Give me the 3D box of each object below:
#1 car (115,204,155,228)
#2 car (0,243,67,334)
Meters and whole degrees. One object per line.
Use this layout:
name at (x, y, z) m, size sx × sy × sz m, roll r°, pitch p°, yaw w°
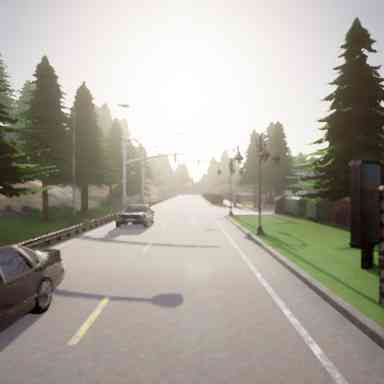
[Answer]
car at (-3.510, 1.470, 21.093) m, size 1.895 × 1.301 × 4.718 m, roll 0°, pitch 0°, yaw 0°
car at (-3.588, 1.517, 4.795) m, size 2.033 × 1.411 × 5.357 m, roll 0°, pitch 0°, yaw 0°
